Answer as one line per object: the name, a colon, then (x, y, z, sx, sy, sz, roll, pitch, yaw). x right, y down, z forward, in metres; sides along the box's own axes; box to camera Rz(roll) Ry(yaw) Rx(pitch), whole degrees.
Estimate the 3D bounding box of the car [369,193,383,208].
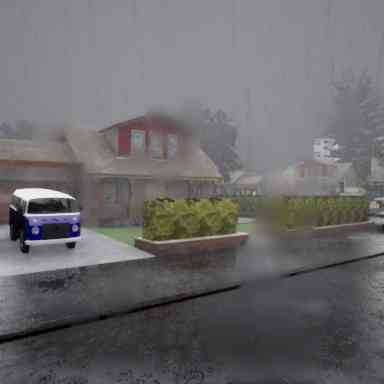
car: (23.733, 0.984, 40.840, 3.866, 1.878, 1.905, 0, 0, -1)
